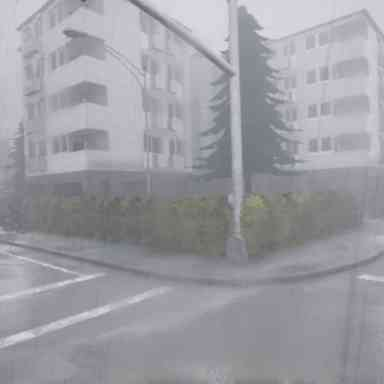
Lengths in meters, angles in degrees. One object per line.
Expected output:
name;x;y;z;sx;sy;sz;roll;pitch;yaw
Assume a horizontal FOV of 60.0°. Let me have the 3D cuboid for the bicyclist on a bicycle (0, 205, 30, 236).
bicyclist on a bicycle;-9.645;1.512;18.060;0.582;1.620;1.656;-1;1;42
